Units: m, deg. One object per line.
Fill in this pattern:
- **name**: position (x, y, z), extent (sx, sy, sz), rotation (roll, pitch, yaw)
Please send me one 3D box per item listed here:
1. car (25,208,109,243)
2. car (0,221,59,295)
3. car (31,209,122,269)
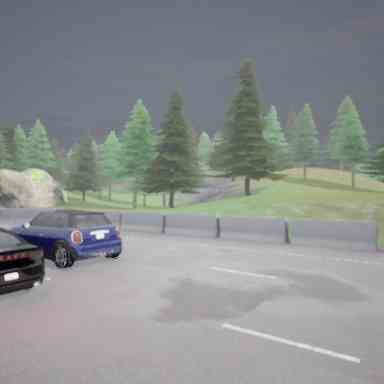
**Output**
- **car**: position (-6.579, 1.615, 17.284), extent (4.674, 1.442, 1.812), rotation (-1, 0, 36)
- **car**: position (-5.541, 1.519, 7.944), extent (5.008, 1.535, 1.882), rotation (0, 0, 36)
- **car**: position (-4.581, 1.403, 11.559), extent (4.553, 1.767, 2.097), rotation (0, 0, 36)
